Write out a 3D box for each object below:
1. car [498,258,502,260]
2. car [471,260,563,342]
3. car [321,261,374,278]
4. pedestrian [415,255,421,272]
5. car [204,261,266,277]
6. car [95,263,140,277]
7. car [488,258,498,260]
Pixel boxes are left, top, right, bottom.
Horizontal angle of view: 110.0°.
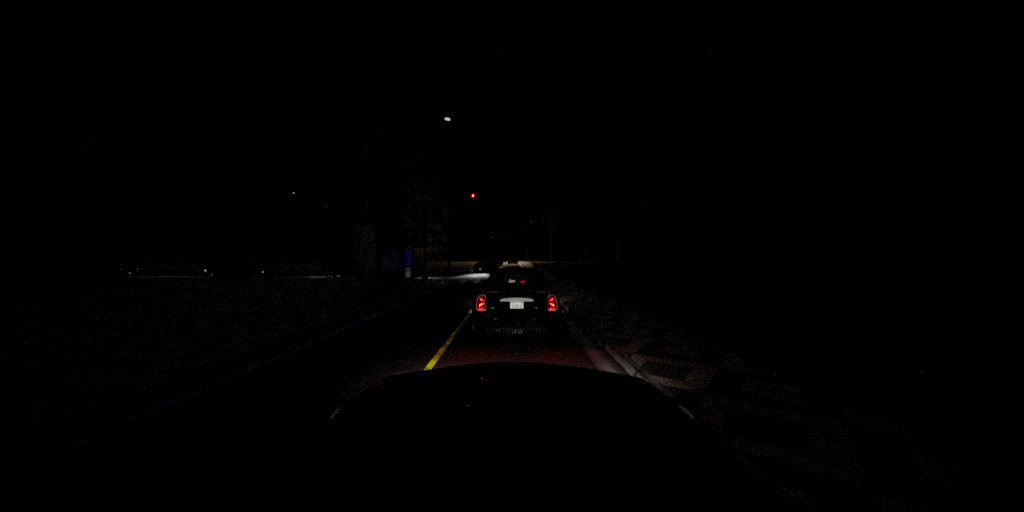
[{"bbox_3d":[-2.946,1.193,53.621,1.882,1.535,5.008,0,0,0],"label":"car"},{"bbox_3d":[0.114,1.103,9.972,2.097,1.767,4.553,0,0,0],"label":"car"},{"bbox_3d":[-14.453,1.206,32.015,4.902,1.511,2.128,0,0,2],"label":"car"},{"bbox_3d":[-9.980,0.817,38.123,0.375,1.860,0.375,0,0,2],"label":"pedestrian"},{"bbox_3d":[-24.857,1.177,32.307,4.902,1.511,2.128,0,0,2],"label":"car"},{"bbox_3d":[-36.936,1.252,32.660,4.718,1.301,1.895,0,0,2],"label":"car"},{"bbox_3d":[-3.274,1.220,42.029,2.128,1.511,4.902,0,0,5],"label":"car"}]
